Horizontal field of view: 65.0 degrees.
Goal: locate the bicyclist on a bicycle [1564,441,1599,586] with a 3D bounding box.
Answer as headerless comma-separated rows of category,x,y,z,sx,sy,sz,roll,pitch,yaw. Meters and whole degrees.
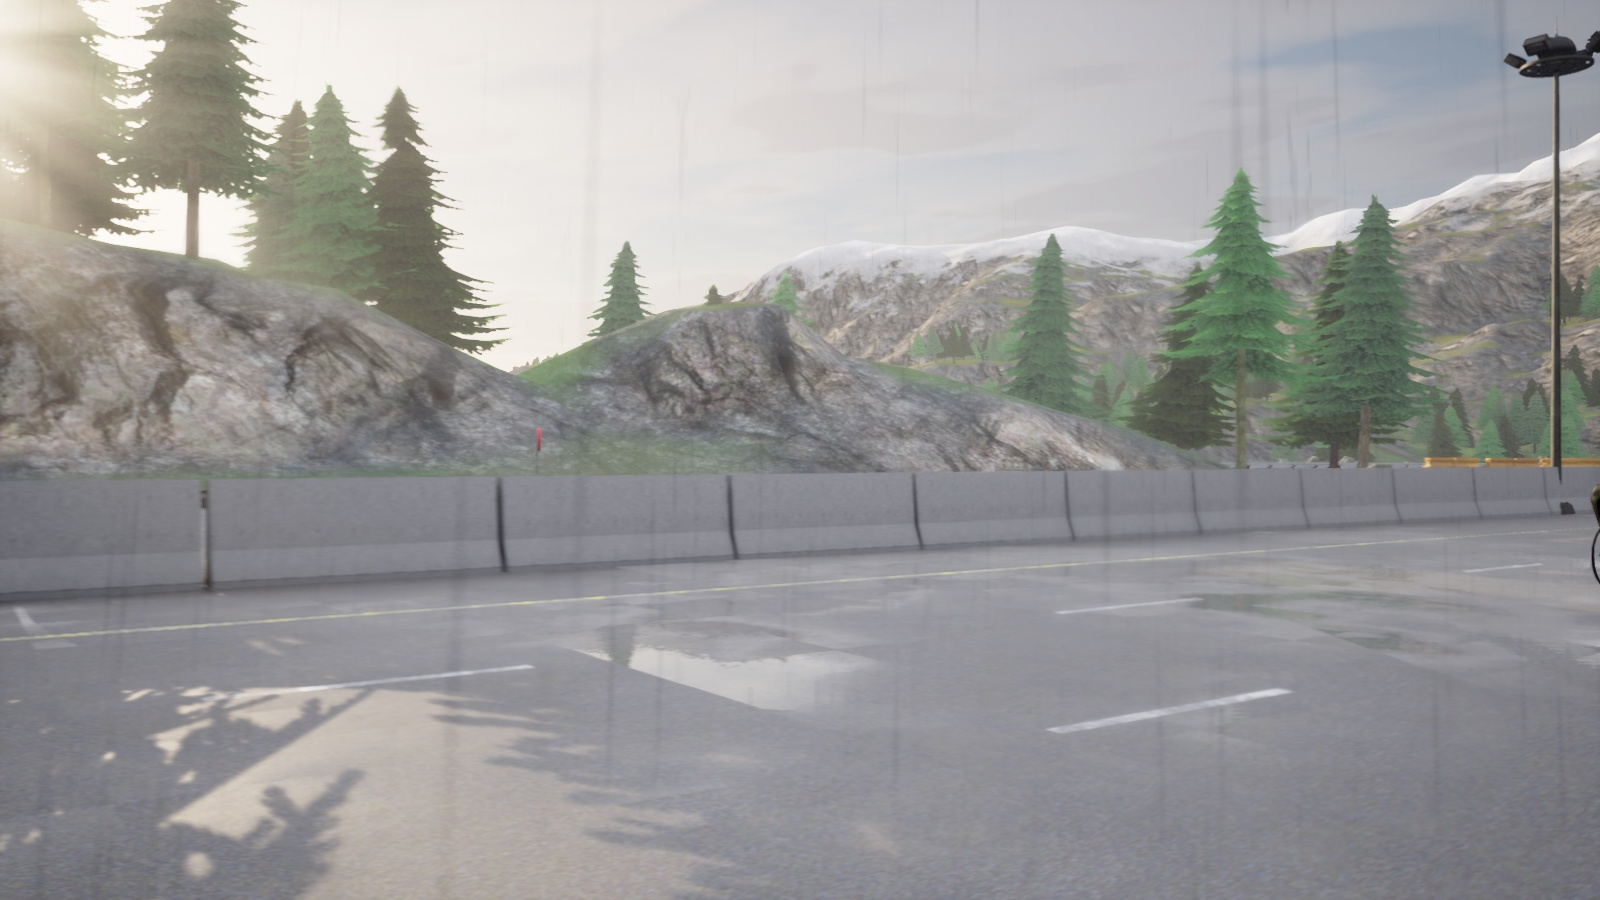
bicyclist on a bicycle,9.577,0.713,14.589,1.656,1.620,0.582,0,0,-35
